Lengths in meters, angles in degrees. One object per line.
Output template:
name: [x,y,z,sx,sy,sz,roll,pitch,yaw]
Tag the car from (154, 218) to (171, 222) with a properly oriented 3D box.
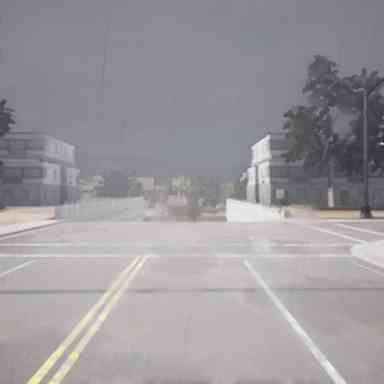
car: [-3.556,3.902,40.677,2.128,1.511,4.902,0,-11,0]
